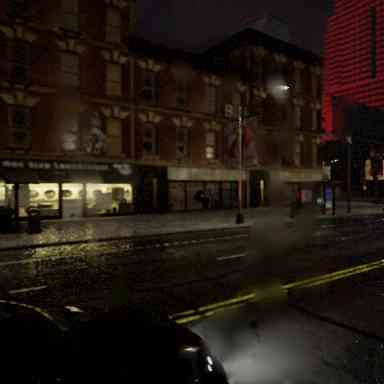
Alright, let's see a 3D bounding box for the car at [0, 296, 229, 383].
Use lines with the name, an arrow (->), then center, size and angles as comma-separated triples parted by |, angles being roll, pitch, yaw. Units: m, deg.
car -> -1.713, 1.564, 2.525 | 4.181, 1.385, 1.994 | 0, 0, -35
